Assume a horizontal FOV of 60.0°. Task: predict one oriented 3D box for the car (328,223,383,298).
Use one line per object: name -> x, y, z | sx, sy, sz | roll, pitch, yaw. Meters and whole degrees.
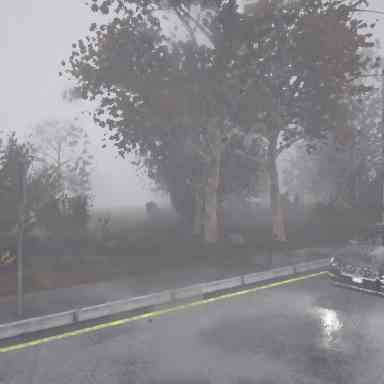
car -> 5.282, 1.506, 8.078 | 4.892, 1.490, 1.837 | 0, 0, -36
